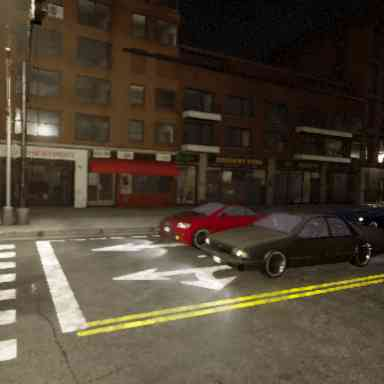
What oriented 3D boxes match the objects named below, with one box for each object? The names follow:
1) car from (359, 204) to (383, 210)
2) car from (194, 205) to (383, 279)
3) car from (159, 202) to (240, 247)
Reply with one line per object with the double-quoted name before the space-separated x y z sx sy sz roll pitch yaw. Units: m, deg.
"car" 8.695 1.228 15.731 4.718 1.301 1.895 1 3 -28
"car" 2.980 1.240 9.002 5.357 1.411 2.033 1 3 -27
"car" 0.972 1.050 11.622 4.181 1.385 1.994 1 3 -28
